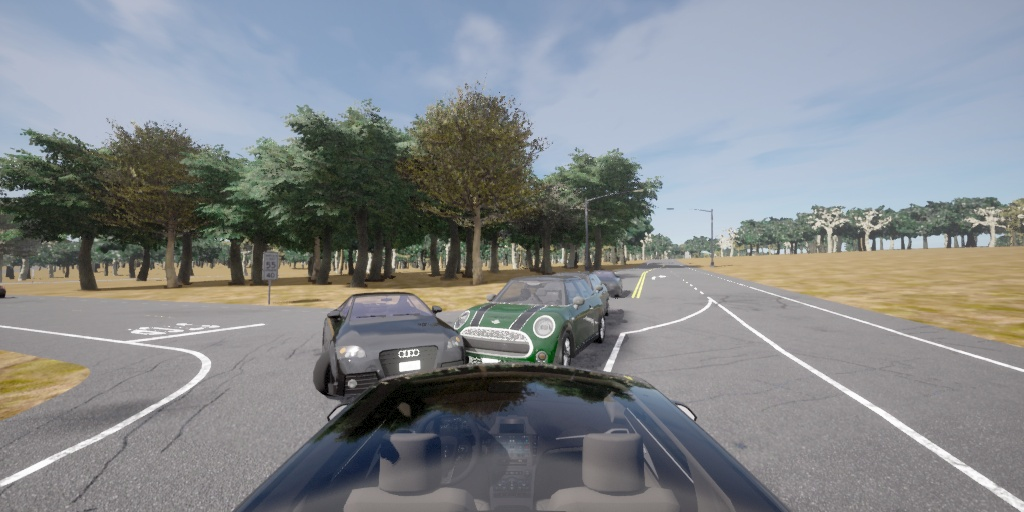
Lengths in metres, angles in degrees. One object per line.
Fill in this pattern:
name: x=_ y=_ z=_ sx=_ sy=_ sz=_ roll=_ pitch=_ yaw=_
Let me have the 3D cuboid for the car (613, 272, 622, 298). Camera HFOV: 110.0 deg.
car: x=5.026 y=1.491 z=19.936 sx=1.994 sy=1.385 sz=4.181 roll=-1 pitch=0 yaw=20

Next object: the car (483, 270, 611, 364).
car: x=0.616 y=1.218 z=7.838 sx=2.097 sy=1.767 sz=4.553 roll=-1 pitch=-2 yaw=26

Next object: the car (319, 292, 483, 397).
car: x=-2.355 y=1.376 z=6.633 sx=1.994 sy=1.385 sz=4.181 roll=1 pitch=-2 yaw=-29

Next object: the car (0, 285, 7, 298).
car: x=-40.862 y=2.563 z=27.396 sx=4.181 sy=1.385 sz=1.994 roll=-2 pitch=-3 yaw=22

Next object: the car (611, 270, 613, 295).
car: x=2.022 y=1.344 z=12.151 sx=2.097 sy=1.767 sz=4.553 roll=-1 pitch=-1 yaw=21
